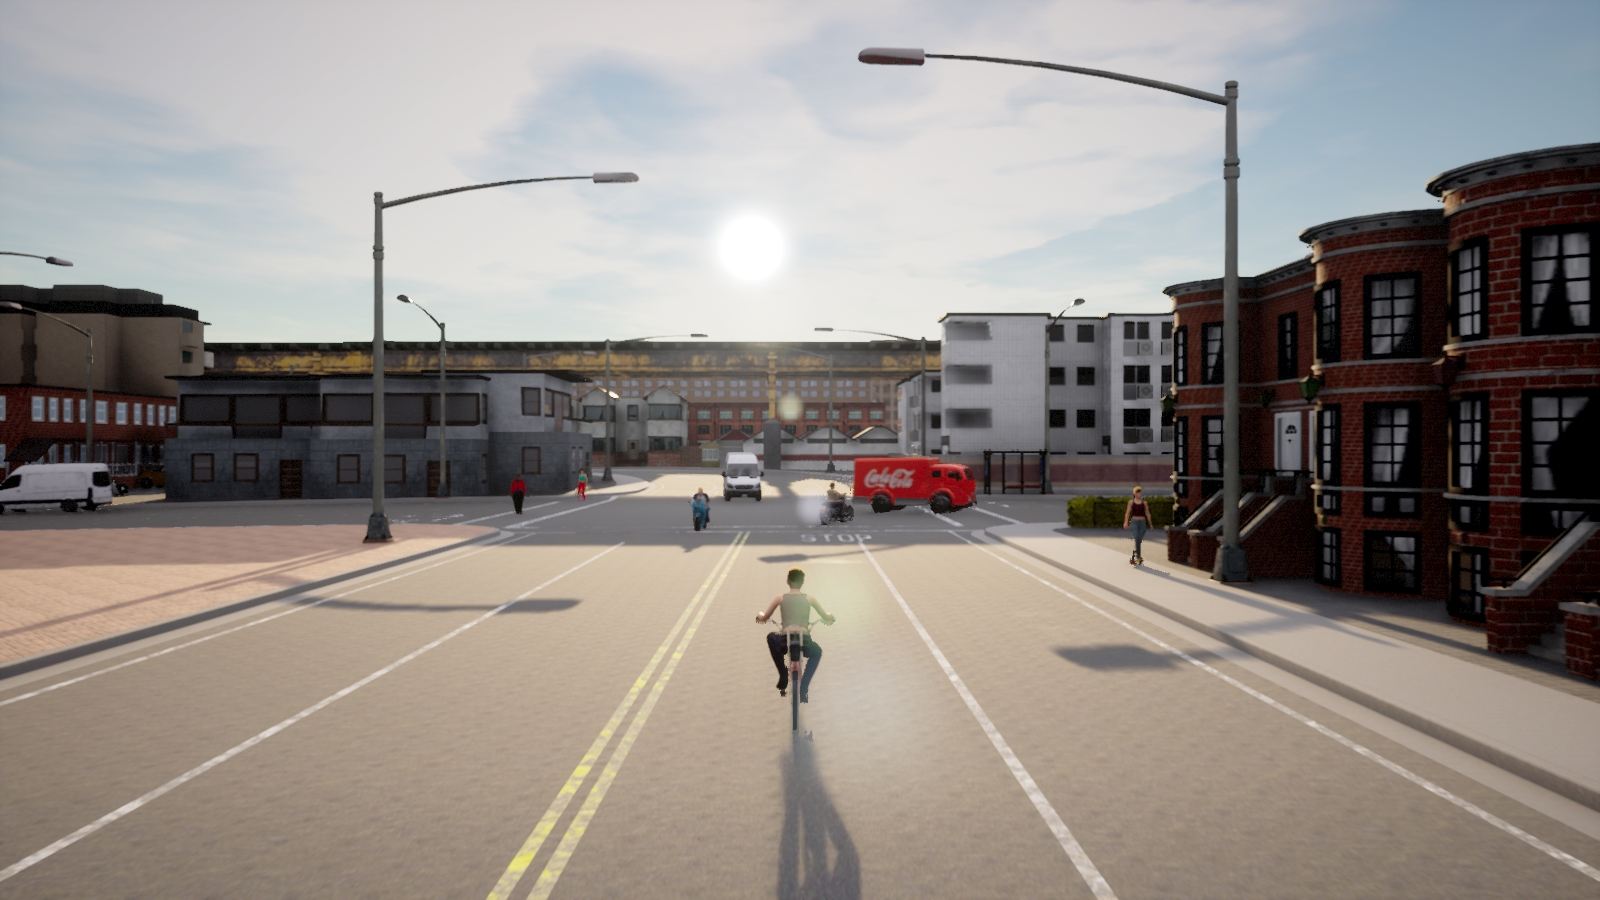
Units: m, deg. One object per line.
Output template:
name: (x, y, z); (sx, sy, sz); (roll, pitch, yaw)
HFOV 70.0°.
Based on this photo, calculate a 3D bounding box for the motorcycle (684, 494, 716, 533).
motorcycle: (-3.431, 2.180, 39.443); (0.803, 1.224, 2.033); (0, 0, 4)

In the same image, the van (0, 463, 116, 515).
van: (-39.273, 2.028, 59.561); (5.915, 2.561, 1.988); (-1, 0, -2)

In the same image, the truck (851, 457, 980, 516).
truck: (5.149, 1.574, 50.825); (5.204, 2.467, 2.627); (0, 1, 22)

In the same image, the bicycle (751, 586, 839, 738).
bicycle: (-0.047, 2.145, 11.847); (0.859, 1.301, 1.487); (0, 0, 0)

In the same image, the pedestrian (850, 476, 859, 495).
pedestrian: (3.249, 2.097, 68.130); (0.500, 1.100, 0.500); (0, 0, 2)

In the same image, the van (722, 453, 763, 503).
van: (-3.279, 1.506, 64.330); (1.988, 2.561, 5.915); (0, 1, -6)

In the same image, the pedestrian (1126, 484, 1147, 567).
pedestrian: (7.587, 1.699, 25.782); (0.375, 1.860, 0.375); (0, 0, 0)

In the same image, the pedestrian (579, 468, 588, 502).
pedestrian: (-11.725, 1.887, 61.829); (0.375, 1.860, 0.375); (0, 0, 14)

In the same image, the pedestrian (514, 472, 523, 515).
pedestrian: (-12.218, 1.899, 49.593); (0.375, 1.860, 0.375); (0, 0, -7)
